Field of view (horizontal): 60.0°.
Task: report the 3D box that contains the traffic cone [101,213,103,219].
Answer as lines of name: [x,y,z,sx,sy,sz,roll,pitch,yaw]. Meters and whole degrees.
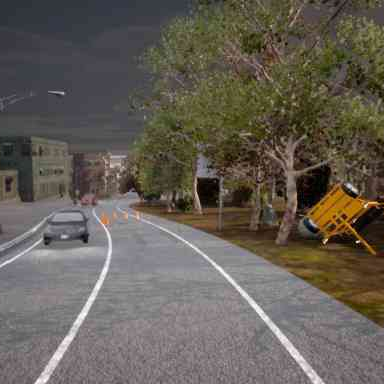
traffic cone: [-6.518,2.052,25.093,0.340,0.580,0.340,-2,0,-18]

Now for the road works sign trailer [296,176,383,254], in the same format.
road works sign trailer: [6.679,1.194,13.369,3.560,2.380,2.880,0,46,-45]

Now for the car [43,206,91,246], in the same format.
car: [-5.908,1.617,16.051,1.812,1.442,4.674,-1,0,-16]

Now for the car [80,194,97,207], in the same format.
car: [-17.419,1.411,56.400,2.150,2.045,5.566,-1,0,-9]

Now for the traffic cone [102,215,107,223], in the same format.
traffic cone: [-5.903,2.040,23.192,0.340,0.580,0.340,-2,0,-18]
